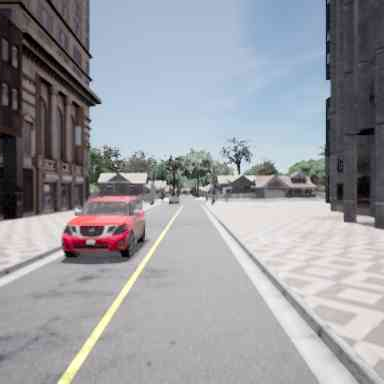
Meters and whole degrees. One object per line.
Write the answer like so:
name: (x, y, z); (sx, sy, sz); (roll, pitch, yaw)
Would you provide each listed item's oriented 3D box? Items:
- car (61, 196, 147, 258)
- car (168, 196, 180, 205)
car: (-3.106, 1.182, 12.941); (2.150, 2.045, 5.566); (0, 0, 0)
car: (-3.027, 1.490, 57.499); (1.837, 1.490, 4.892); (0, 0, 0)
